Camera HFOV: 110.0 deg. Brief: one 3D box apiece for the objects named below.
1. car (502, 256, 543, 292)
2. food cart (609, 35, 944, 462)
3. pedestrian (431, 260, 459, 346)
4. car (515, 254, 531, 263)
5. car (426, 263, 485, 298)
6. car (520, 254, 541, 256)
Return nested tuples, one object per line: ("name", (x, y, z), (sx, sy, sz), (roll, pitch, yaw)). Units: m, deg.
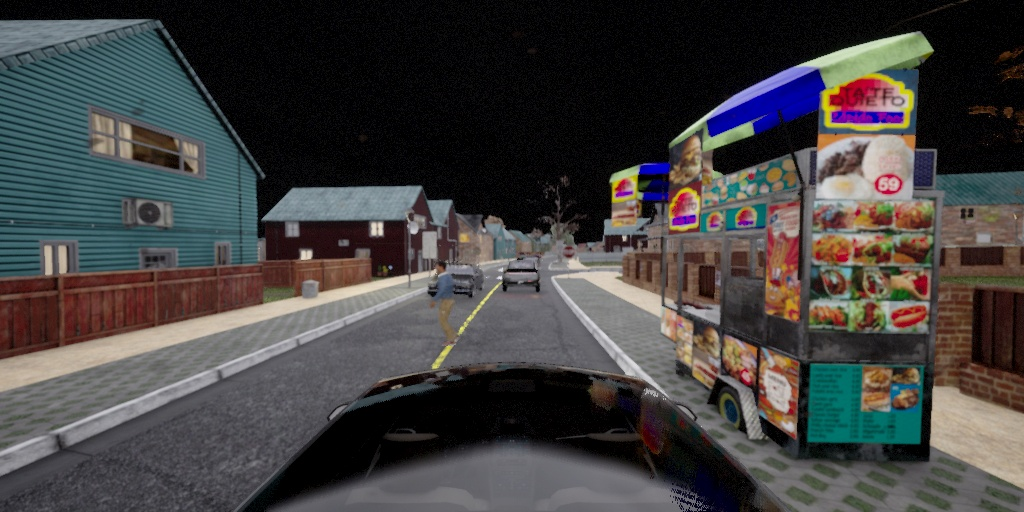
("car", (0.544, 0.961, 18.728), (2.128, 1.511, 4.902), (0, 1, 4))
("food cart", (3.028, 0.162, 4.986), (2.280, 3.560, 4.660), (0, 0, 1))
("pedestrian", (-1.403, 0.947, 7.536), (0.375, 1.860, 0.375), (-1, 2, 2))
("car", (1.853, 0.421, 57.682), (1.895, 1.301, 4.718), (0, 1, 10))
("car", (-2.409, 1.048, 16.812), (2.033, 1.411, 5.357), (0, 1, 3))
("car", (2.103, 0.701, 37.791), (2.033, 1.411, 5.357), (0, 1, 6))
